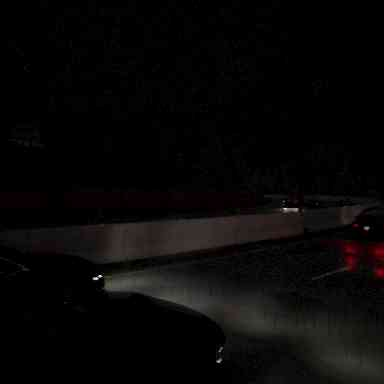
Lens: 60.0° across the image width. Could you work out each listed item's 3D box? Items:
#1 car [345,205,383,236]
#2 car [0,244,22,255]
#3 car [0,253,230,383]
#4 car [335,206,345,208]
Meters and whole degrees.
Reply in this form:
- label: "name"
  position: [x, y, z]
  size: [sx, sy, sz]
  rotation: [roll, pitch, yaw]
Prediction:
- label: "car"
  position: [9.804, 1.506, 17.169]
  size: [4.674, 1.442, 1.812]
  rotation: [0, 0, -45]
- label: "car"
  position: [-3.912, 1.505, 5.424]
  size: [4.892, 1.490, 1.837]
  rotation: [0, 0, -35]
- label: "car"
  position: [-1.926, 1.478, 2.550]
  size: [5.008, 1.535, 1.882]
  rotation: [0, 0, -35]
- label: "car"
  position: [18.768, 1.520, 40.720]
  size: [1.994, 1.385, 4.181]
  rotation: [0, 0, 30]
